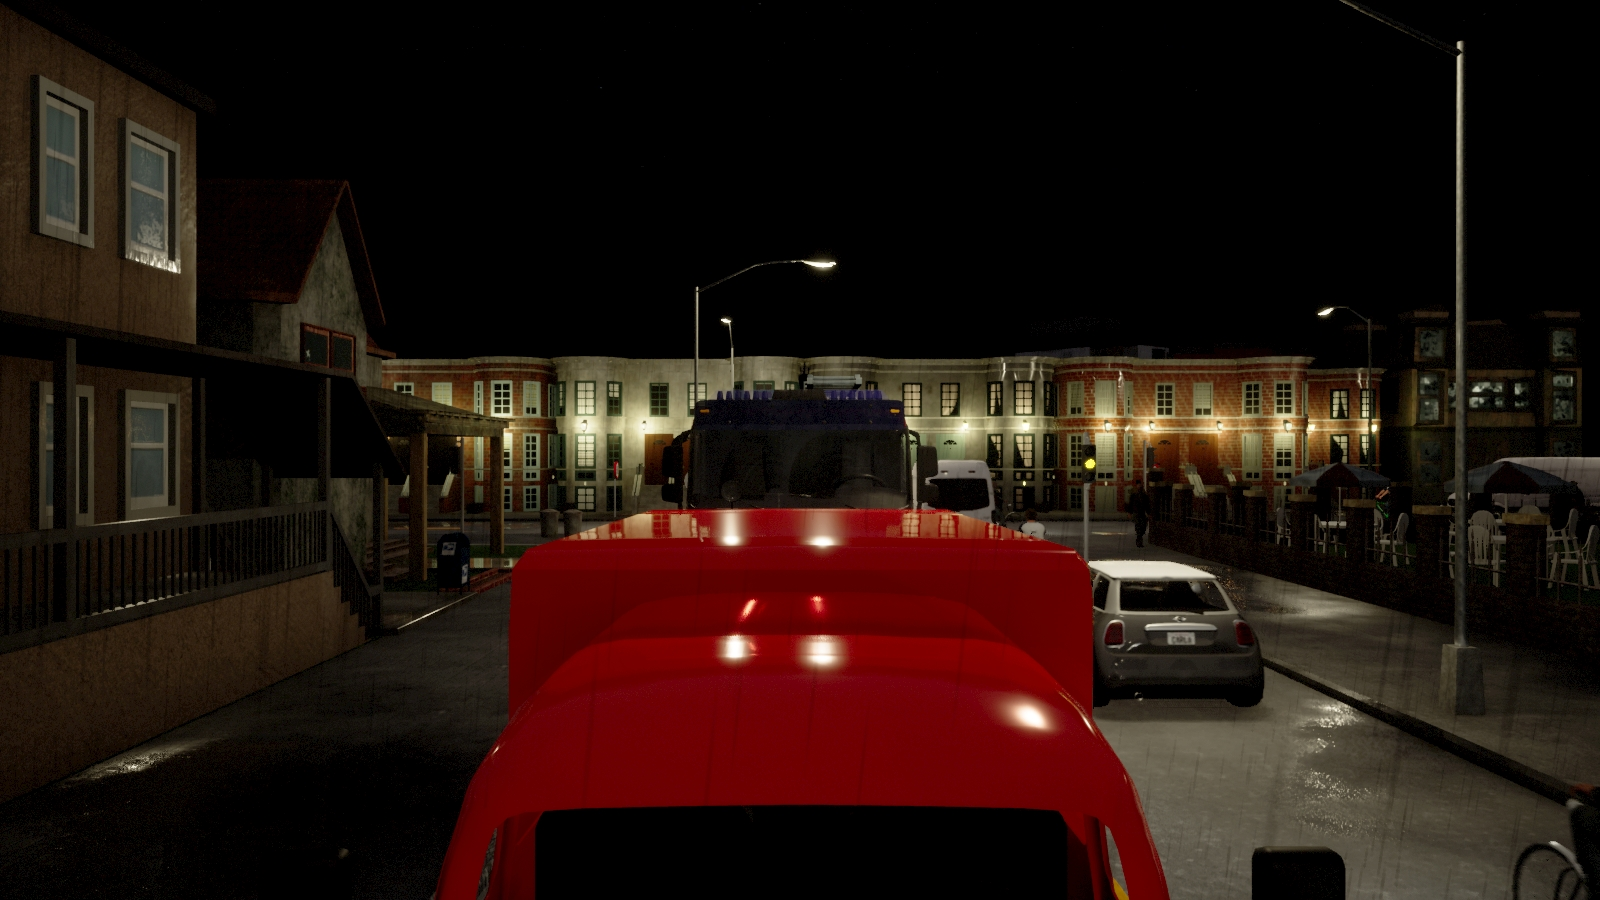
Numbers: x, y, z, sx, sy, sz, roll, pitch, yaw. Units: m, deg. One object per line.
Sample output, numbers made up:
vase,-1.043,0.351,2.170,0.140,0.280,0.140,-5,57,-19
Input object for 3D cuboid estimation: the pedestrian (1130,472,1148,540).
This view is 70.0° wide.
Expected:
pedestrian,9.352,1.531,31.528,0.375,1.860,0.375,0,0,-1

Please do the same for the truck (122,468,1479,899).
truck,-0.002,1.351,4.813,2.627,2.467,5.204,0,0,0

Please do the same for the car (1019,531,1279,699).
car,3.996,1.851,13.777,1.970,1.475,3.806,0,0,0

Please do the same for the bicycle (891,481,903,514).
bicycle,4.002,1.960,47.245,0.329,1.271,1.835,0,0,0

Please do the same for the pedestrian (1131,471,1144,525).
pedestrian,11.628,1.645,39.364,0.375,1.860,0.375,0,0,28

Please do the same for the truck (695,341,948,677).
truck,0.275,0.678,17.256,2.891,3.827,8.468,0,0,0

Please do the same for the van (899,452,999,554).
van,4.004,1.328,31.674,1.988,2.561,5.915,0,0,0

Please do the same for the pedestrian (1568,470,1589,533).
pedestrian,23.332,1.539,34.254,0.375,1.860,0.375,0,0,1
